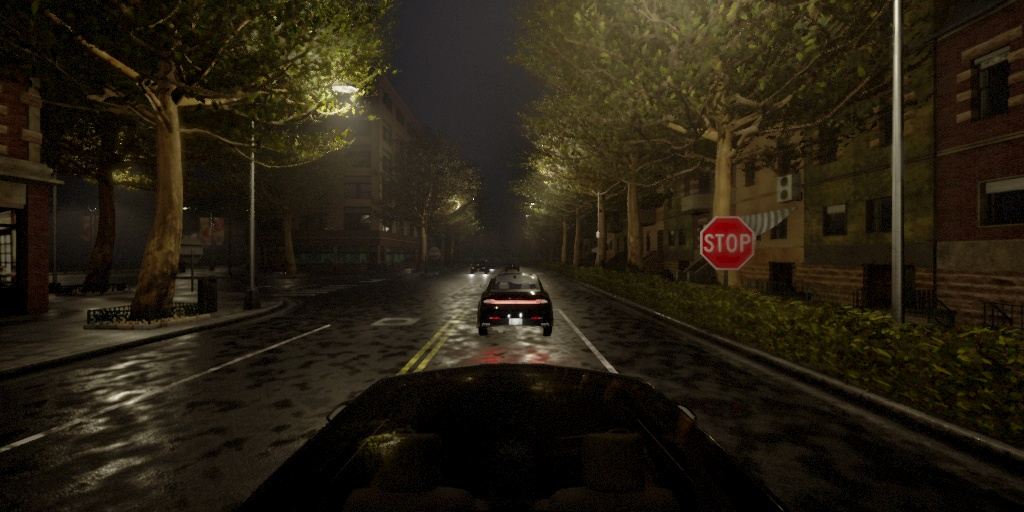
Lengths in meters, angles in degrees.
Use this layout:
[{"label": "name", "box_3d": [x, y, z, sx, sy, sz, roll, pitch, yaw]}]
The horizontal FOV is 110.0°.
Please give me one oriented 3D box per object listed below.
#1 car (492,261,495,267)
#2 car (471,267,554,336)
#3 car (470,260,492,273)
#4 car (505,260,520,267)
[{"label": "car", "box_3d": [-3.627, 1.307, 55.246, 1.994, 1.385, 4.181, 0, 0, 1]}, {"label": "car", "box_3d": [0.081, 1.240, 10.366, 2.128, 1.511, 4.902, 0, 0, 0]}, {"label": "car", "box_3d": [-3.653, 1.250, 41.532, 1.837, 1.490, 4.892, 0, 0, 1]}, {"label": "car", "box_3d": [0.048, 1.292, 48.935, 2.033, 1.411, 5.357, 0, 0, 0]}]
